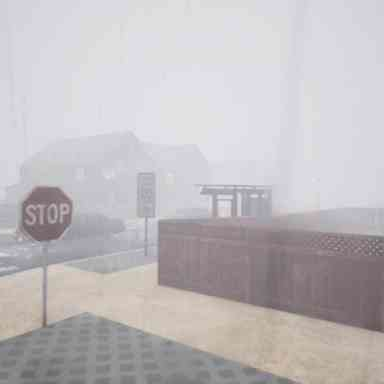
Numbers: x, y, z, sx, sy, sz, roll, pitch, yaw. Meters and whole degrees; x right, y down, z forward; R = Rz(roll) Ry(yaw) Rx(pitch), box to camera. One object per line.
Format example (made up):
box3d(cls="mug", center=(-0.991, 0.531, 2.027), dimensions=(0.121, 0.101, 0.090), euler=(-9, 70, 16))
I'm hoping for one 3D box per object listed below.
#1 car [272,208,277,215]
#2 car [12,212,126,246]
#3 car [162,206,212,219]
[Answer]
box3d(cls="car", center=(6.988, 1.992, 34.174), dimensions=(2.033, 1.411, 5.357), euler=(1, 0, 35))
box3d(cls="car", center=(-5.728, 1.683, 16.353), dimensions=(2.033, 1.411, 5.357), euler=(1, 0, 37))
box3d(cls="car", center=(-0.211, 1.769, 24.047), dimensions=(1.837, 1.490, 4.892), euler=(1, 0, 35))
